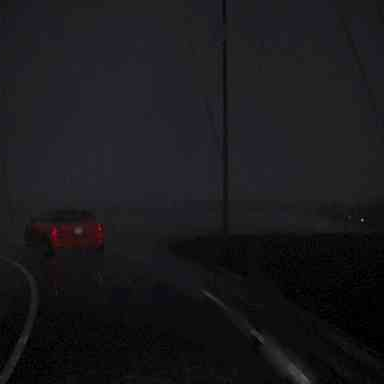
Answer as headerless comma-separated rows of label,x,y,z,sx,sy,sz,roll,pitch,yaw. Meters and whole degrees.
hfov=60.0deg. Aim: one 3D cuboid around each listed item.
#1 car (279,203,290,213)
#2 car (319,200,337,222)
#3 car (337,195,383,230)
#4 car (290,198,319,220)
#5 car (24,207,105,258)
car,11.378,1.400,33.861,4.902,1.511,2.128,0,0,-3
car,11.762,1.430,23.358,4.674,1.442,1.812,0,0,-4
car,12.094,1.122,19.883,5.566,2.045,2.150,-1,0,-3
car,11.100,1.457,26.836,5.357,1.411,2.033,-1,0,-3
car,-5.239,1.395,13.443,2.097,1.767,4.553,0,0,-36
